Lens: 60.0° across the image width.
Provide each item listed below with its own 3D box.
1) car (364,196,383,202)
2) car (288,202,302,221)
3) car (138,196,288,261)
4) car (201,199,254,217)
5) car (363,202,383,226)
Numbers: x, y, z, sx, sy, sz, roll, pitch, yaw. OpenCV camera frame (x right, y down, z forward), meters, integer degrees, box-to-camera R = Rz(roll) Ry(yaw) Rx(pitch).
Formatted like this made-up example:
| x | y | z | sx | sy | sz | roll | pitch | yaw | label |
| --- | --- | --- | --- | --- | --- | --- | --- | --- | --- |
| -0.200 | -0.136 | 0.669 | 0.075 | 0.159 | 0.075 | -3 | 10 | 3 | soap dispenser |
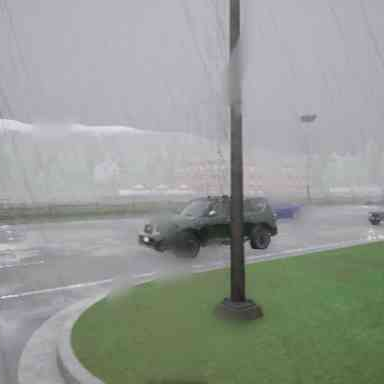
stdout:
| x | y | z | sx | sy | sz | roll | pitch | yaw | label |
| --- | --- | --- | --- | --- | --- | --- | --- | --- | --- |
| 25.216 | 1.216 | 45.235 | 4.181 | 1.385 | 1.994 | -1 | 0 | -33 | car |
| 5.886 | 1.376 | 24.328 | 5.008 | 1.535 | 1.882 | -1 | 0 | -33 | car |
| 0.777 | 1.193 | 12.595 | 5.566 | 2.045 | 2.150 | -1 | 0 | -33 | car |
| 3.371 | 1.424 | 31.050 | 4.892 | 1.490 | 1.837 | -1 | 0 | -33 | car |
| 12.897 | 1.424 | 20.557 | 4.718 | 1.301 | 1.895 | -1 | 0 | -33 | car |
